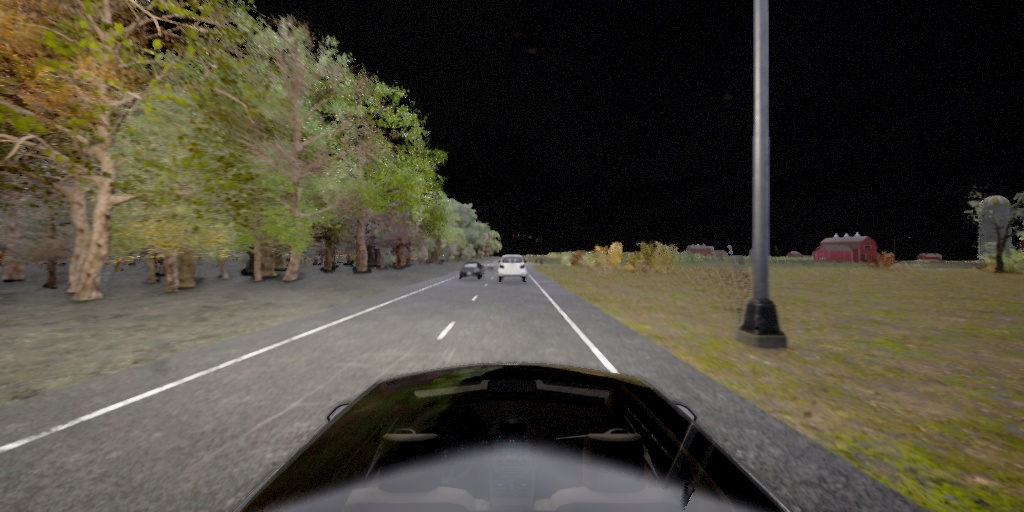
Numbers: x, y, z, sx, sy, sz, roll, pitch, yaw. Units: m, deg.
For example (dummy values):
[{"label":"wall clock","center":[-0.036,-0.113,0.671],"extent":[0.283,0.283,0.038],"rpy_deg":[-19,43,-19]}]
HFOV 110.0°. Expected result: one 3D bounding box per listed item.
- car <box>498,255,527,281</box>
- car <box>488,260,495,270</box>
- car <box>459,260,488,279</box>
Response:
[{"label":"car","center":[0.032,0.930,29.306],"extent":[2.150,2.045,5.566],"rpy_deg":[0,0,1]},{"label":"car","center":[-3.403,1.267,50.442],"extent":[1.895,1.301,4.718],"rpy_deg":[0,0,0]},{"label":"car","center":[-3.449,1.228,31.393],"extent":[1.812,1.442,4.674],"rpy_deg":[0,0,1]}]
